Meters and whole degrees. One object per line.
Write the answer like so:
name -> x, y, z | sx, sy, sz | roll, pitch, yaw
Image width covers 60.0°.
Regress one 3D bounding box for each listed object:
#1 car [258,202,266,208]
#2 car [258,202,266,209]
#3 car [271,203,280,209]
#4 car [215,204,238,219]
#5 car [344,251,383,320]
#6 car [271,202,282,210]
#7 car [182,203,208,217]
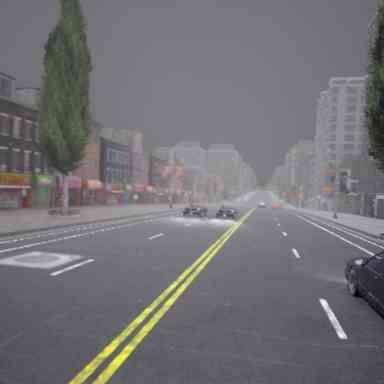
car -> 17.825, 3.310, 84.592 | 1.812, 1.442, 4.674 | 3, -1, 12
car -> 15.727, 3.136, 74.825 | 1.895, 1.301, 4.718 | 3, -1, 12
car -> 20.998, 3.458, 83.908 | 1.812, 1.442, 4.674 | 3, -1, 12
car -> 3.560, 1.937, 33.576 | 1.895, 1.301, 4.718 | 3, 0, 12
car -> 4.265, 1.752, 5.936 | 2.033, 1.411, 5.357 | 3, 0, 12
car -> 18.900, 3.042, 74.087 | 2.097, 1.767, 4.553 | 3, -1, 12
car -> 0.386, 1.790, 34.260 | 1.895, 1.301, 4.718 | 3, 0, 12
